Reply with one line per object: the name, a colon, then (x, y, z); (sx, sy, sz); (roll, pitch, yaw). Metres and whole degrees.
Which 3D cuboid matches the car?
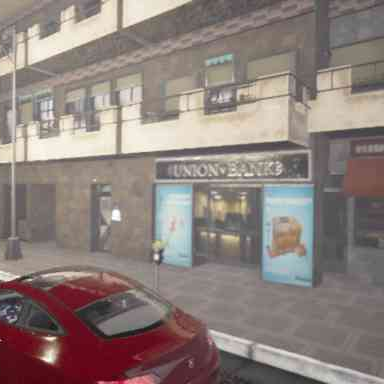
car: (-1.665, 1.587, 4.048); (4.206, 1.307, 1.802); (0, 1, 35)
